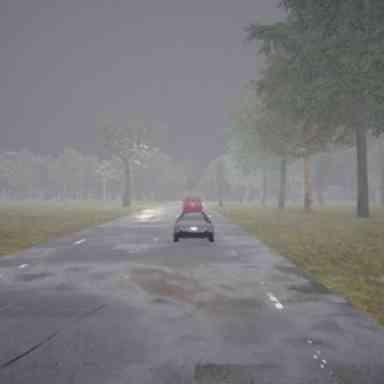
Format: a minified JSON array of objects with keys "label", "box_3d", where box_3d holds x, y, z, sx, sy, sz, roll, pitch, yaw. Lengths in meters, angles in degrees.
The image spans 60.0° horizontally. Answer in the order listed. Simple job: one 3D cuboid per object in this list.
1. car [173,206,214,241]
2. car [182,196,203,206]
[{"label":"car","box_3d":[0.080,1.668,17.280,1.994,1.385,4.181,0,0,0]},{"label":"car","box_3d":[0.059,1.485,37.127,2.150,2.045,5.566,0,-1,0]}]
